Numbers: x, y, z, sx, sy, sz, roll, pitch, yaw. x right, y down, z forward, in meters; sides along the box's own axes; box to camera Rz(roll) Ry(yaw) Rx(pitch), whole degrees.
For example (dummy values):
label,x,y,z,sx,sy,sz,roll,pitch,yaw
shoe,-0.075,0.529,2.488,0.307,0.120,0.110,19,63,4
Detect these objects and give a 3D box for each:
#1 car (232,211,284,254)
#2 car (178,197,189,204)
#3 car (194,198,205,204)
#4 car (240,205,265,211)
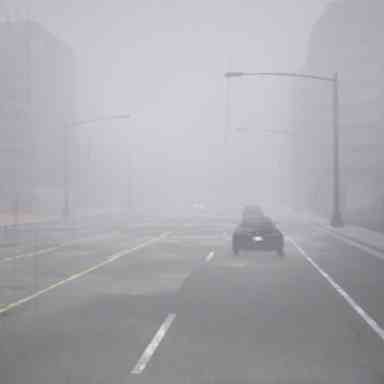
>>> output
label,x,y,z,sx,sy,sz,roll,pitch,yaw
car,2.750,1.712,14.166,1.994,1.385,4.181,-1,-1,10
car,-1.800,1.832,71.195,1.837,1.490,4.892,-1,1,10
car,1.647,1.889,70.583,1.895,1.301,4.718,-1,1,10
car,5.256,1.913,28.960,1.837,1.490,4.892,-1,-1,10
